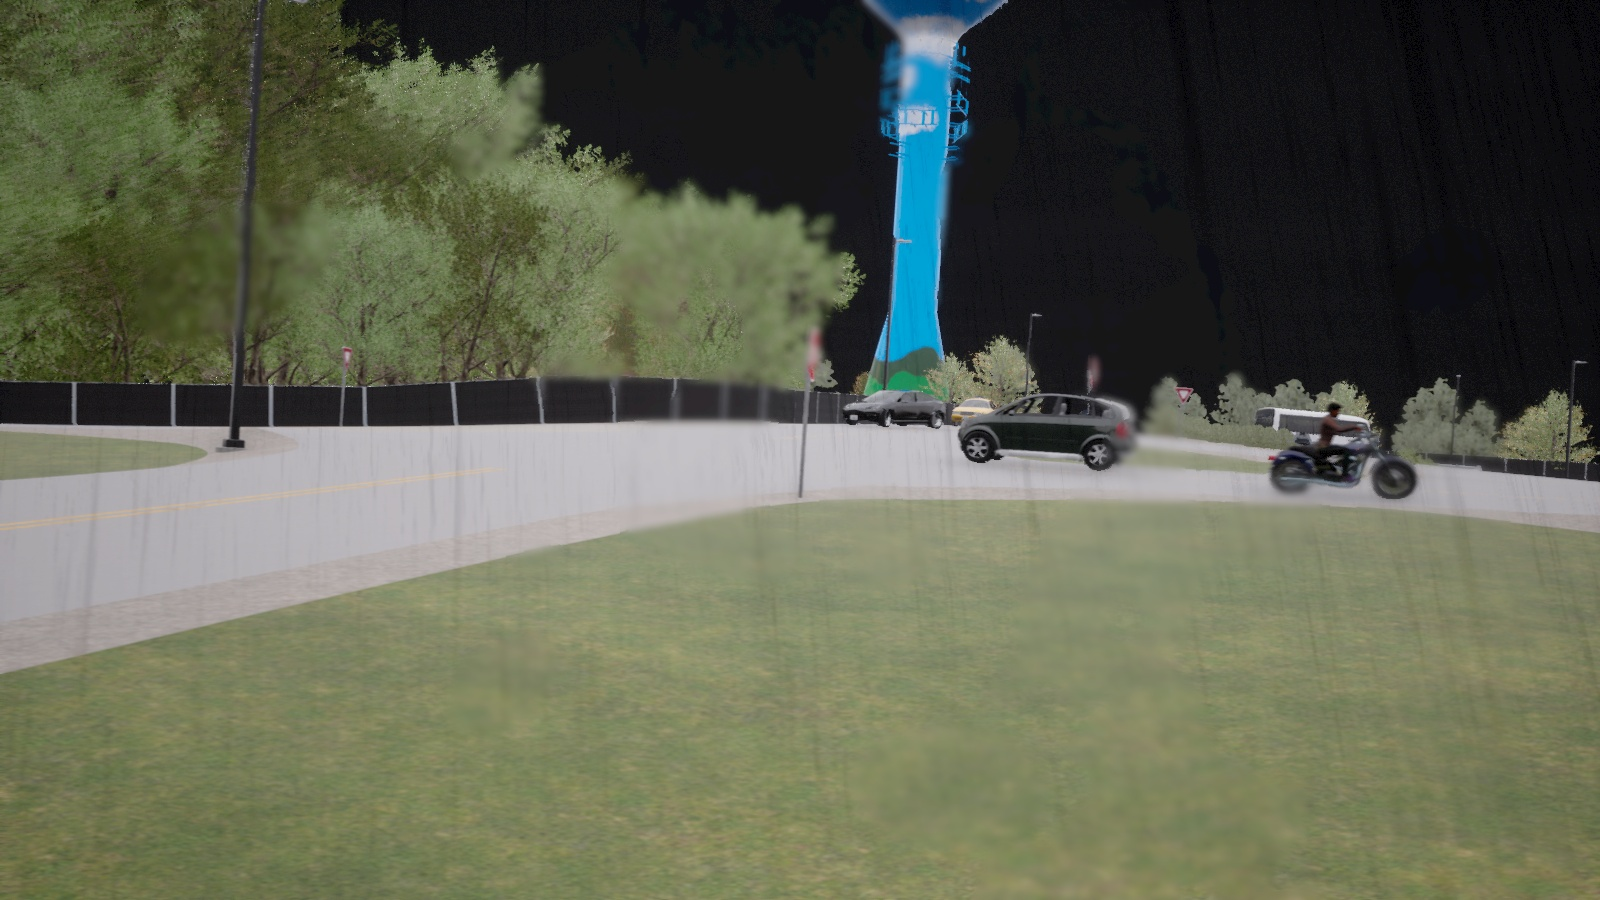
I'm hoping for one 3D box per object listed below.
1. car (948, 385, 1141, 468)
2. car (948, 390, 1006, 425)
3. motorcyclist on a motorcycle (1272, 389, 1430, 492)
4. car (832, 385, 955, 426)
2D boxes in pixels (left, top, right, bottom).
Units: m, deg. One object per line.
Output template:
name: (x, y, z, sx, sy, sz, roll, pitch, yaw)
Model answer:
car: (5.200, -0.544, 26.628, 3.705, 1.549, 1.789, 3, 4, 21)
car: (8.663, -2.061, 61.194, 1.801, 1.575, 5.366, 3, 2, 18)
motorcyclist on a motorcycle: (9.321, -0.187, 21.343, 2.350, 1.649, 0.766, 2, 3, 19)
car: (3.691, -1.706, 48.833, 2.163, 1.488, 4.792, 4, 3, 44)
